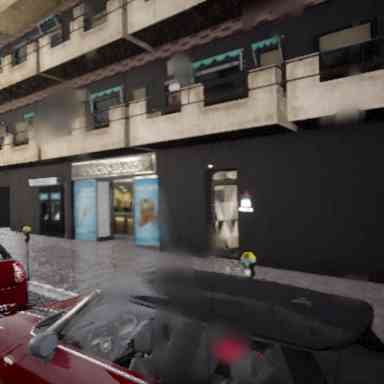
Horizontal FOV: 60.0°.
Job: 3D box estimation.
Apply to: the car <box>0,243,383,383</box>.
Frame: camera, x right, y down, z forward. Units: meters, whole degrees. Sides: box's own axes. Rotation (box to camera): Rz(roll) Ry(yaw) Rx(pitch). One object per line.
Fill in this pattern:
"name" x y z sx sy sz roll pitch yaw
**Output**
"car" -0.305 1.435 2.970 4.097 1.590 1.967 0 -2 36
